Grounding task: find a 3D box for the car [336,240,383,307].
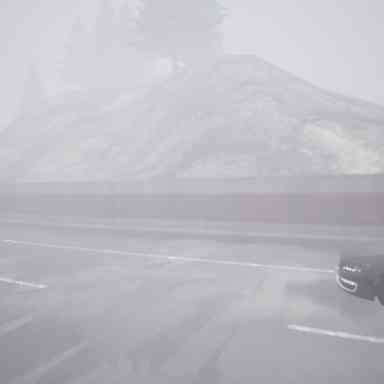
[{"bbox_3d":[5.070,1.216,5.591,4.892,1.490,1.837,-1,2,22],"label":"car"}]
